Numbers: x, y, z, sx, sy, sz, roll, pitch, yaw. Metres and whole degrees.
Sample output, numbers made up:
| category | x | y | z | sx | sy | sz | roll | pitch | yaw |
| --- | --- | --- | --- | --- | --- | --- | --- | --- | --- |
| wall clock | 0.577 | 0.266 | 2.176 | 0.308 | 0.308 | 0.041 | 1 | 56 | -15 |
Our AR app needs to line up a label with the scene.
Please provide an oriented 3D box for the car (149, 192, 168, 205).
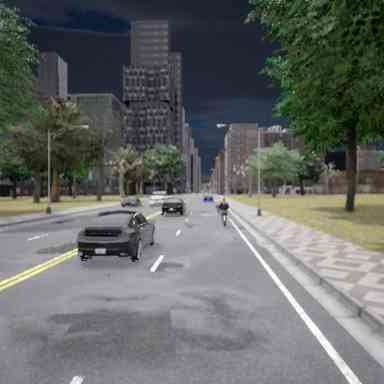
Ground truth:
| category | x | y | z | sx | sy | sz | roll | pitch | yaw |
| --- | --- | --- | --- | --- | --- | --- | --- | --- | --- |
| car | -4.407 | 0.966 | 45.099 | 2.150 | 2.045 | 5.566 | 0 | 0 | 3 |

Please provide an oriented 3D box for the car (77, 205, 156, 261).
| category | x | y | z | sx | sy | sz | roll | pitch | yaw |
| --- | --- | --- | --- | --- | --- | --- | --- | --- | --- |
| car | -2.501 | 1.423 | 11.923 | 1.837 | 1.490 | 4.892 | 0 | 0 | 3 |

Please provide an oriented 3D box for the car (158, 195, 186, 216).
| category | x | y | z | sx | sy | sz | roll | pitch | yaw |
| --- | --- | --- | --- | --- | --- | --- | --- | --- | --- |
| car | -1.625 | 1.291 | 30.713 | 1.882 | 1.535 | 5.008 | 0 | 0 | 3 |

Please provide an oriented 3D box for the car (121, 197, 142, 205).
| category | x | y | z | sx | sy | sz | roll | pitch | yaw |
| --- | --- | --- | --- | --- | --- | --- | --- | --- | --- |
| car | -7.763 | 1.315 | 42.913 | 1.994 | 1.385 | 4.181 | 0 | 0 | 3 |

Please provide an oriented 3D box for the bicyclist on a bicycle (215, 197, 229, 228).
| category | x | y | z | sx | sy | sz | roll | pitch | yaw |
| --- | --- | --- | --- | --- | --- | --- | --- | --- | --- |
| bicyclist on a bicycle | 1.924 | 1.244 | 20.015 | 0.659 | 1.776 | 1.843 | 0 | 1 | 3 |

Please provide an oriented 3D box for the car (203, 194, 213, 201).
| category | x | y | z | sx | sy | sz | roll | pitch | yaw |
| --- | --- | --- | --- | --- | --- | --- | --- | --- | --- |
| car | 3.559 | 1.187 | 74.275 | 1.994 | 1.385 | 4.181 | 0 | 0 | 3 |

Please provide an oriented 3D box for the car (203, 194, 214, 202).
| category | x | y | z | sx | sy | sz | roll | pitch | yaw |
| --- | --- | --- | --- | --- | --- | --- | --- | --- | --- |
| car | 3.136 | 1.153 | 63.152 | 1.882 | 1.535 | 5.008 | 0 | 0 | 3 |
